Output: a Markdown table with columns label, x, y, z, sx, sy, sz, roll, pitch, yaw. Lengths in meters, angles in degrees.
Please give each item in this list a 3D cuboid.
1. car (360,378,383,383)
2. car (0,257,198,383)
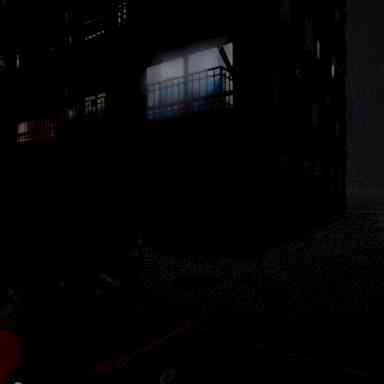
| label | x | y | z | sx | sy | sz | roll | pitch | yaw |
| --- | --- | --- | --- | --- | --- | --- | --- | --- | --- |
| car | 2.551 | 1.566 | 1.055 | 4.313 | 1.339 | 1.947 | 0 | 0 | 36 |
| car | -2.036 | 1.545 | 4.330 | 4.507 | 1.381 | 1.887 | 0 | 0 | 36 |
